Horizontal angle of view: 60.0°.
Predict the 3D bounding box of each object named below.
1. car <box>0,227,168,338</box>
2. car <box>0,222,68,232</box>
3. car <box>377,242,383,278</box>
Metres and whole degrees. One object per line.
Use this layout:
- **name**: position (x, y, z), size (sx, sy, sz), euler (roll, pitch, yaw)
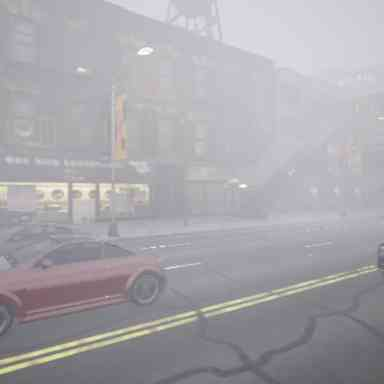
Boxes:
- **car**: position (-2.570, 1.564, 6.457), size (4.181, 1.385, 1.994), euler (0, 0, -35)
- **car**: position (-4.590, 1.563, 9.316), size (4.181, 1.385, 1.994), euler (0, 0, -35)
- **car**: position (6.573, 1.493, 8.423), size (4.902, 1.511, 2.128), euler (0, 0, -36)
